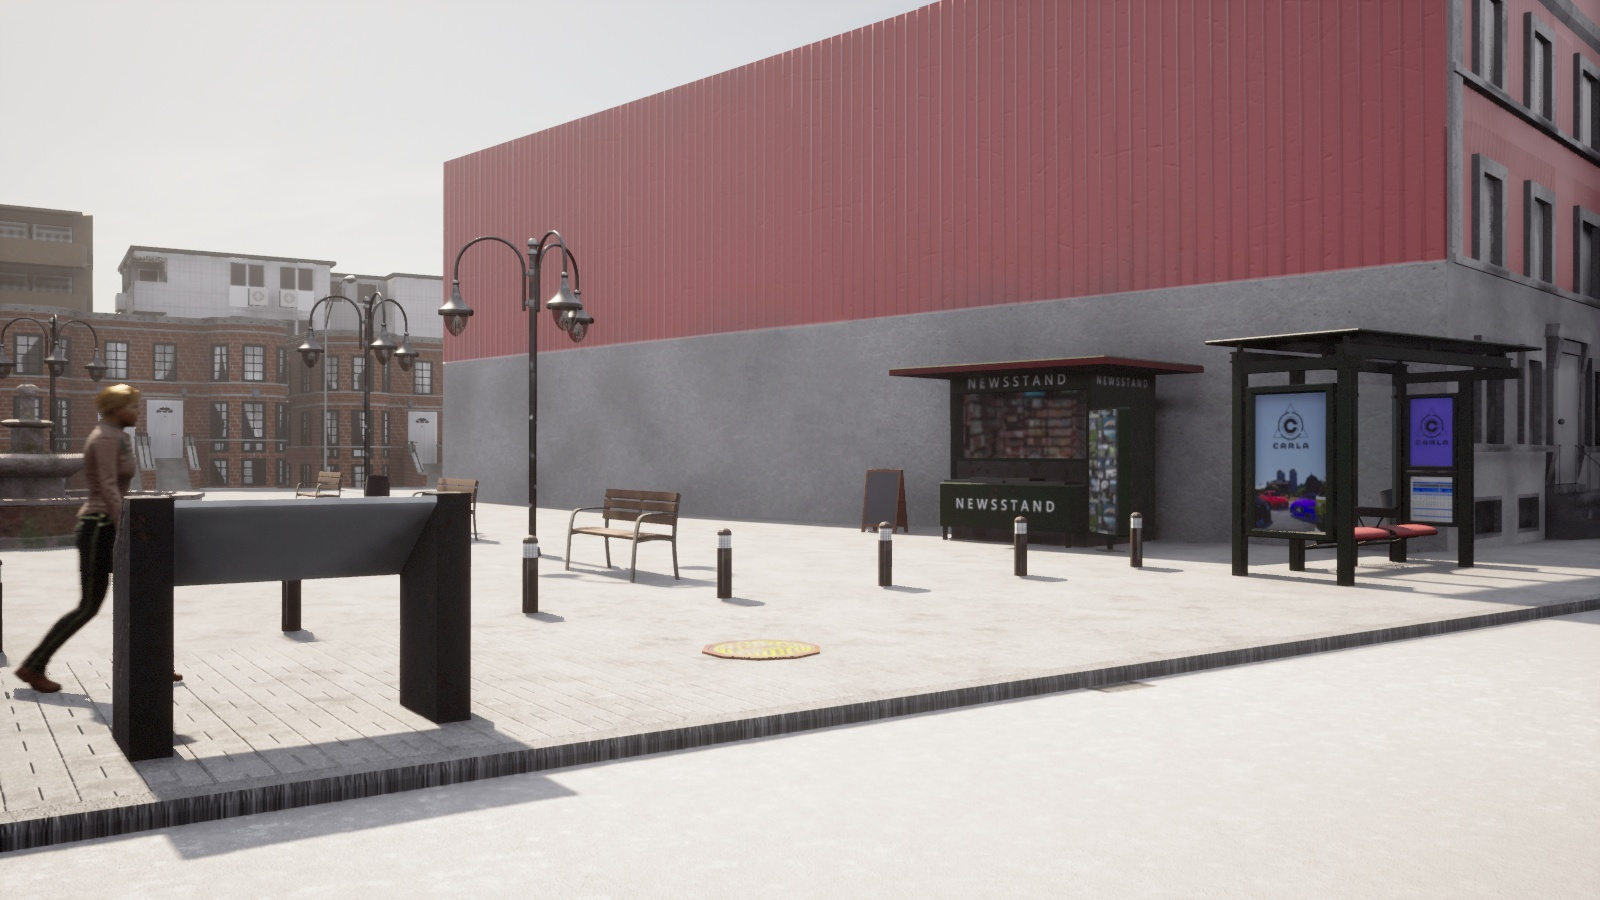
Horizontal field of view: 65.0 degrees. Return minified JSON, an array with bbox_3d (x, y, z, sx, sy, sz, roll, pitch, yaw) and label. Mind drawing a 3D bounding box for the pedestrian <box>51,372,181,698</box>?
[{"bbox_3d":[-4.014,0.481,7.393,0.634,1.846,0.331,0,0,-21],"label":"pedestrian"}]
